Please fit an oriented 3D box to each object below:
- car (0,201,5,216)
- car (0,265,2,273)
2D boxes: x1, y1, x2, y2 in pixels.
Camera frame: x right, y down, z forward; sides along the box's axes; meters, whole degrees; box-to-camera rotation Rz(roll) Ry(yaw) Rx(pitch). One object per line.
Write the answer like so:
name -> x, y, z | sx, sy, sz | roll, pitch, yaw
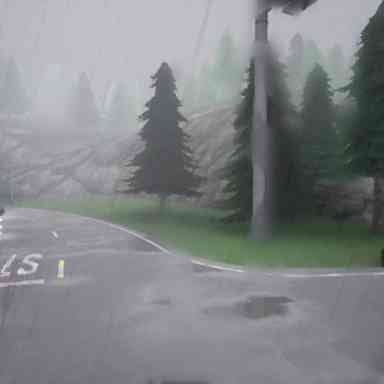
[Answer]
car -> -16.039, 1.103, 25.864 | 1.994, 1.385, 4.181 | 0, 1, -43
car -> -5.036, 1.439, 4.633 | 1.837, 1.490, 4.892 | 6, 2, 13
